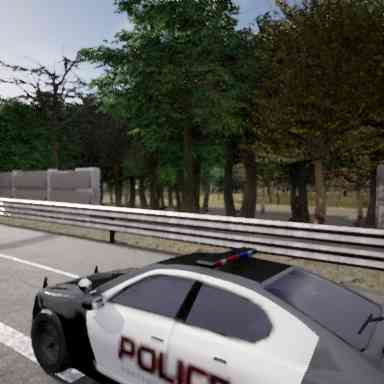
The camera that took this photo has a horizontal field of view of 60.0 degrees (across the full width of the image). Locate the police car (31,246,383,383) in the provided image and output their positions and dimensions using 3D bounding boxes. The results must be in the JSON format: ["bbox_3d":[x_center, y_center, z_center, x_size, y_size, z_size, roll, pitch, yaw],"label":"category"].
[{"bbox_3d":[0.067,1.443,3.825,4.974,1.542,2.038,2,1,36],"label":"police car"}]
